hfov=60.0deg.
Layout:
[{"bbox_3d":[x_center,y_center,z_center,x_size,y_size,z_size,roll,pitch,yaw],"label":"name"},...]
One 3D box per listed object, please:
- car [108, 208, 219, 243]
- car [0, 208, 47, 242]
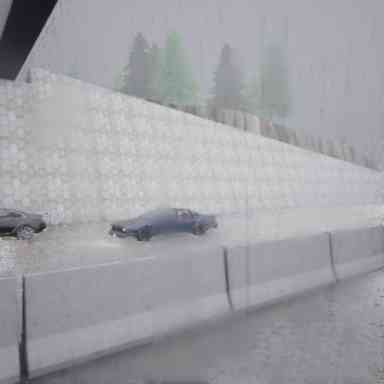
[{"bbox_3d":[-1.207,1.472,16.046,5.357,1.411,2.033,-1,0,-36],"label":"car"},{"bbox_3d":[-9.079,1.486,14.701,4.902,1.511,2.128,-1,0,-36],"label":"car"}]
